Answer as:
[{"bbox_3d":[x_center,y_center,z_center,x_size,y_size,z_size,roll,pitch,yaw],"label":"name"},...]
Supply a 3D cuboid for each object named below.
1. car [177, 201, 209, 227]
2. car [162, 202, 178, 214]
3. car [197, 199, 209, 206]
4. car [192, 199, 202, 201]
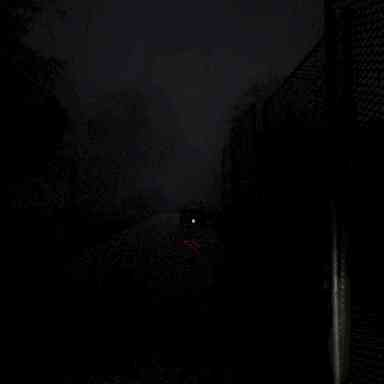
[{"bbox_3d":[0.108,1.626,23.827,1.837,1.490,4.892,0,0,0],"label":"car"},{"bbox_3d":[-2.434,1.882,39.916,2.033,1.411,5.357,0,-1,3],"label":"car"},{"bbox_3d":[2.788,2.531,80.112,2.033,1.411,5.357,0,-2,12],"label":"car"},{"bbox_3d":[0.688,1.738,42.510,2.097,1.767,4.553,0,-1,3],"label":"car"}]
